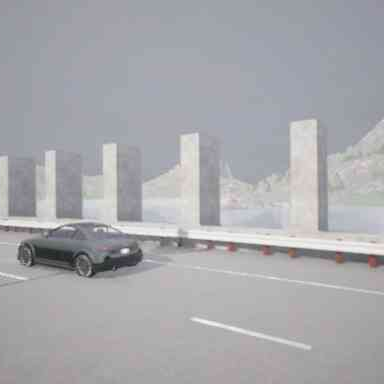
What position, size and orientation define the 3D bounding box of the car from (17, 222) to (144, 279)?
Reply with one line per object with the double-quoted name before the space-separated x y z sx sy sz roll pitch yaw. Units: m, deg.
"car" -3.553 1.647 10.405 4.181 1.385 1.994 -1 0 33
